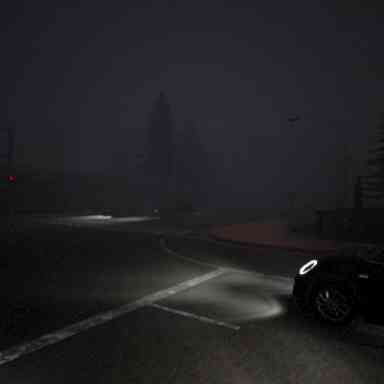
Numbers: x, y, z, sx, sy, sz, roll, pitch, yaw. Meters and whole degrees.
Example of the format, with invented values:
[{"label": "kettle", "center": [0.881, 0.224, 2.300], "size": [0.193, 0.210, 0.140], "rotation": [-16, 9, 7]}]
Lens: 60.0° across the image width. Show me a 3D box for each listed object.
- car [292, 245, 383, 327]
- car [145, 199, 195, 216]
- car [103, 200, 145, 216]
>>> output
[{"label": "car", "center": [4.048, 1.357, 5.455], "size": [4.553, 1.767, 2.097], "rotation": [0, 0, 37]}, {"label": "car", "center": [-1.681, 1.427, 31.430], "size": [2.128, 1.511, 4.902], "rotation": [0, 0, 38]}, {"label": "car", "center": [-6.234, 1.487, 31.253], "size": [1.994, 1.385, 4.181], "rotation": [0, 0, 38]}]
